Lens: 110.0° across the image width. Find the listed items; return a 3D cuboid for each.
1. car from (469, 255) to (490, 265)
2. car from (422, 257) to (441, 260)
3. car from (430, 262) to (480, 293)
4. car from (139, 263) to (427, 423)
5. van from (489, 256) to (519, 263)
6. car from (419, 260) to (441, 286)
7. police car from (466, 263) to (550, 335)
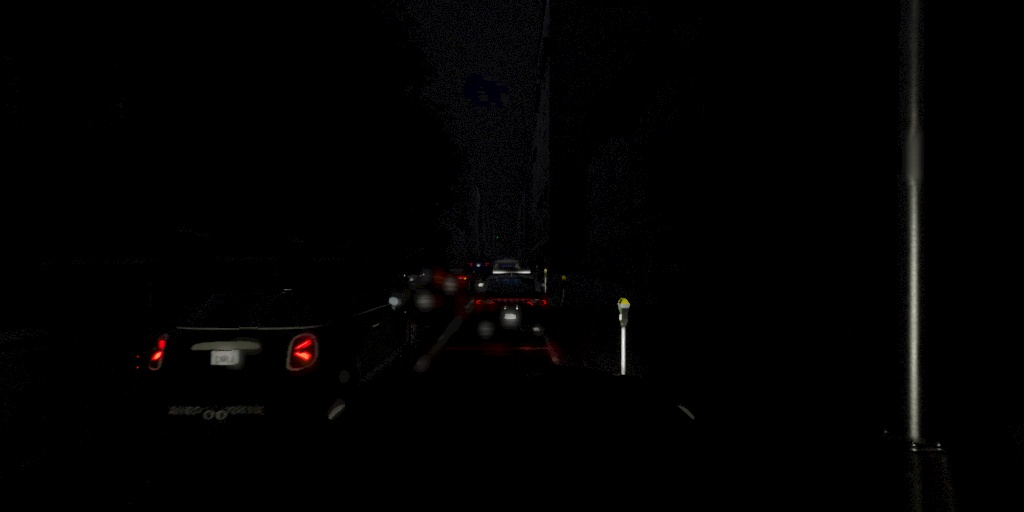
[{"bbox_3d":[-3.053,0.950,35.419,2.150,2.045,5.566,0,0,0],"label":"car"},{"bbox_3d":[-8.813,1.040,38.791,2.192,1.841,5.009,0,0,0],"label":"car"},{"bbox_3d":[-3.143,1.268,20.598,1.812,1.442,4.674,0,0,0],"label":"car"},{"bbox_3d":[-3.049,1.102,5.947,2.097,1.767,4.553,0,0,0],"label":"car"},{"bbox_3d":[-0.289,1.083,21.849,1.690,1.789,3.998,0,0,0],"label":"van"},{"bbox_3d":[-6.245,1.231,24.953,2.128,1.511,4.902,0,0,0],"label":"car"},{"bbox_3d":[-0.011,1.173,10.610,1.930,1.638,5.238,0,0,0],"label":"police car"}]
